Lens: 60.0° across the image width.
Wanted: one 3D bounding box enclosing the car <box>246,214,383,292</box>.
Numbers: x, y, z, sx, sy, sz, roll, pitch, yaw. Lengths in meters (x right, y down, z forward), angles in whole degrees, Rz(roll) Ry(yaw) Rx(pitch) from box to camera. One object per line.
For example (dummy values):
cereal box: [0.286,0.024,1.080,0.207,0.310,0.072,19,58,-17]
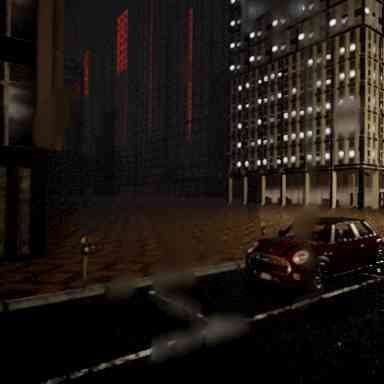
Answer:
car: [3.347,1.427,8.886,4.097,1.590,1.967,0,1,-35]
